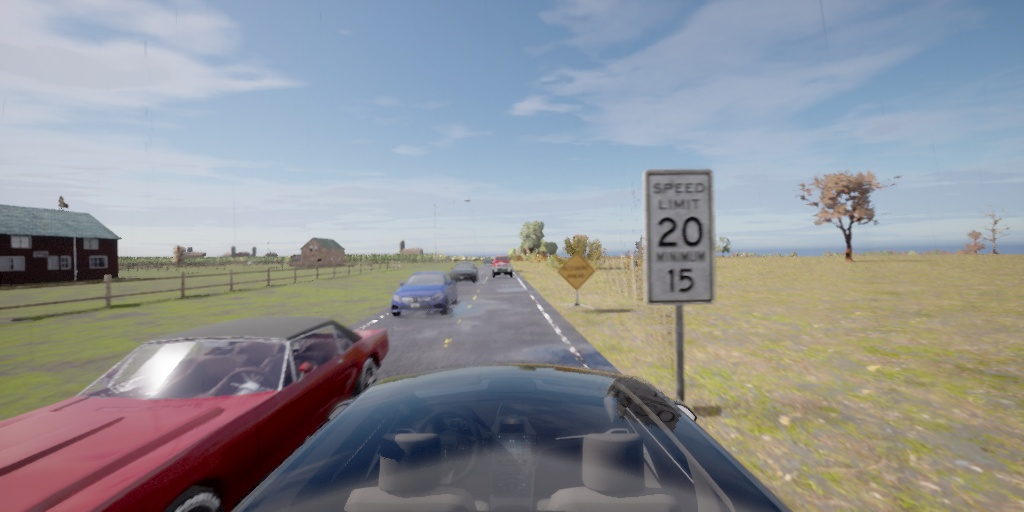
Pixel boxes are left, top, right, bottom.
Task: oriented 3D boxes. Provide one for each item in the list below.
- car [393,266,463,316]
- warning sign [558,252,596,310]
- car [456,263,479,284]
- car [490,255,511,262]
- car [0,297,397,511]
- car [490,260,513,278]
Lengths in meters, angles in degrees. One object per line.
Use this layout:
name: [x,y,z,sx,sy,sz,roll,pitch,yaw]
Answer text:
car: [-3.164,1.317,13.771,1.812,1.442,4.674,-1,0,-2]
warning sign: [2.199,0.808,12.124,1.300,1.860,1.060,0,0,-2]
car: [-3.577,1.257,27.515,1.882,1.535,5.008,-1,0,-2]
car: [-1.306,0.946,46.252,2.150,2.045,5.566,-1,0,-1]
car: [-2.843,1.401,3.580,1.895,1.301,4.718,-1,0,-2]
car: [-0.889,1.322,33.939,1.895,1.301,4.718,-1,0,-1]
